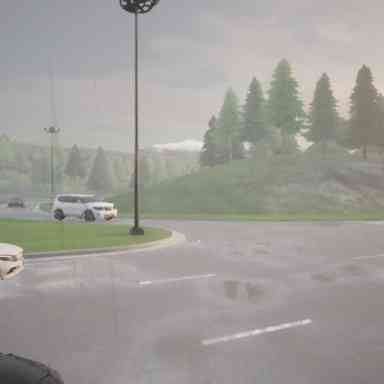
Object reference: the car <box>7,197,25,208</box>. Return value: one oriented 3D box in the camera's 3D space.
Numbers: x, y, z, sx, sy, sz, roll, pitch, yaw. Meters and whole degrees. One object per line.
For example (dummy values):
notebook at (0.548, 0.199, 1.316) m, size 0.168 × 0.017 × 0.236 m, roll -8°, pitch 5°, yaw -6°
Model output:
car at (-24.799, 1.471, 46.962) m, size 1.837 × 1.490 × 4.892 m, roll 0°, pitch 0°, yaw -23°

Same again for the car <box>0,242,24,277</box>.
car at (-6.459, 1.523, 7.607) m, size 4.674 × 1.442 × 1.812 m, roll 0°, pitch 0°, yaw -24°

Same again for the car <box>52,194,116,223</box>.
car at (-8.476, 1.195, 25.898) m, size 5.566 × 2.045 × 2.150 m, roll 0°, pitch 0°, yaw 30°

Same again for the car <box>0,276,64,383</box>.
car at (-3.008, 1.527, 1.482) m, size 4.674 × 1.442 × 1.812 m, roll 0°, pitch 0°, yaw -24°
